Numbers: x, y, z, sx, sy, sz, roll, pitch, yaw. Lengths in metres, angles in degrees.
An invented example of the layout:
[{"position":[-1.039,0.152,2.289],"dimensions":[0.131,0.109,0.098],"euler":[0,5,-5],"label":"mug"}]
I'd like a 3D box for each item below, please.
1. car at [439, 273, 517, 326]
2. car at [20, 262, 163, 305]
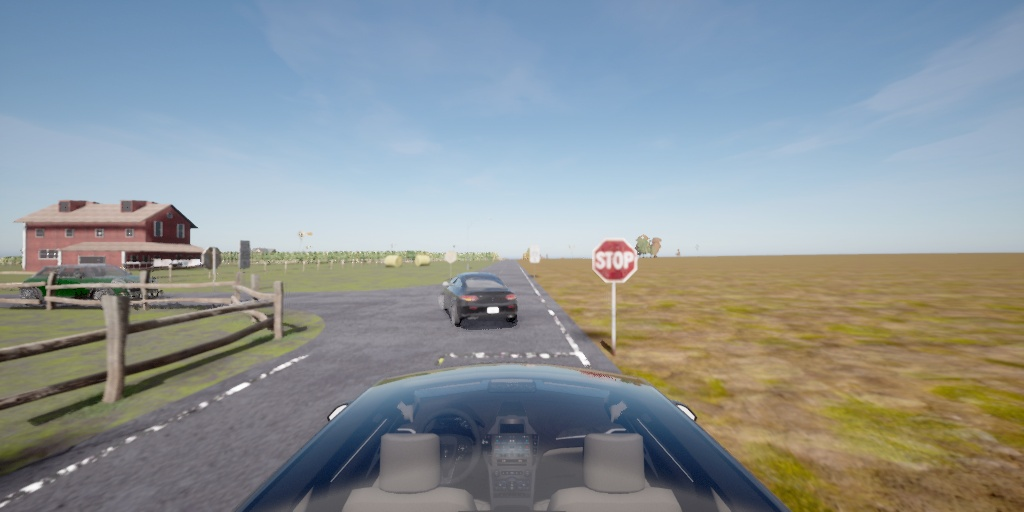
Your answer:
[{"position":[-1.208,1.261,11.717],"dimensions":[1.812,1.442,4.674],"euler":[0,0,-18],"label":"car"},{"position":[-18.487,1.160,15.948],"dimensions":[4.553,1.767,2.097],"euler":[0,-1,0],"label":"car"}]
